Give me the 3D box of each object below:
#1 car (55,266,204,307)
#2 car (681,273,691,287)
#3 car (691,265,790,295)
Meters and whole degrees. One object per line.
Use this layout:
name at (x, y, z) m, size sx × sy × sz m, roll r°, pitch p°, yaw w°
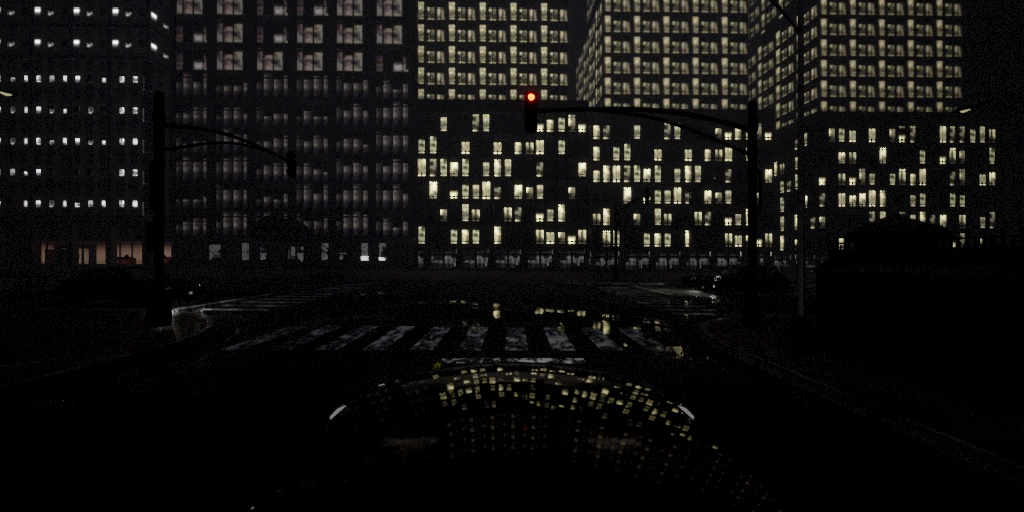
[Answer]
car at (-14.613, 1.101, 13.786) m, size 4.674 × 1.442 × 1.812 m, roll 1°, pitch 0°, yaw 2°
car at (14.133, 1.429, 24.300) m, size 5.008 × 1.535 × 1.882 m, roll 1°, pitch 0°, yaw -2°
car at (13.443, 1.289, 21.041) m, size 4.553 × 1.767 × 2.097 m, roll 1°, pitch 0°, yaw -1°
